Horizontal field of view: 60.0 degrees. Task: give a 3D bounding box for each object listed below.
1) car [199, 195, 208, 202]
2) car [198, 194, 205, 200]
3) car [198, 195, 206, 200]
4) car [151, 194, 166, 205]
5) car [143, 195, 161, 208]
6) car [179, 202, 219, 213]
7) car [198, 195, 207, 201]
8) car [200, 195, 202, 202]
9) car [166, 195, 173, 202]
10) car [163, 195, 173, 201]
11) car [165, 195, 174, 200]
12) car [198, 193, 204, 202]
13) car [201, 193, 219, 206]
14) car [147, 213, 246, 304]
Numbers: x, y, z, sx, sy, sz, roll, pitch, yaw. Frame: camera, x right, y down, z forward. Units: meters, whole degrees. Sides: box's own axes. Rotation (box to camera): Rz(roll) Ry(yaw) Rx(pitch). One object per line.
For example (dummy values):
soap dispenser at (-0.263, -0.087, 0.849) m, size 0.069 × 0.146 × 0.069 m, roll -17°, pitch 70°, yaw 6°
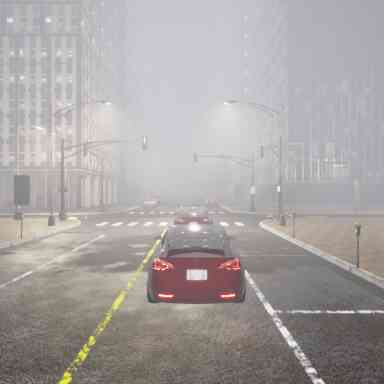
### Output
car at (2.573, 1.415, 75.752) m, size 1.752 × 1.417 × 4.829 m, roll 0°, pitch 0°, yaw 0°
car at (2.546, 1.361, 92.777) m, size 1.752 × 1.417 × 4.829 m, roll 0°, pitch 0°, yaw 0°
car at (2.555, 1.407, 86.931) m, size 2.008 × 1.369 × 4.403 m, roll 0°, pitch 0°, yaw 0°
car at (-5.871, 1.261, 52.872) m, size 2.192 × 1.841 × 5.009 m, roll 0°, pitch 0°, yaw 0°
car at (-5.893, 1.483, 47.024) m, size 1.752 × 1.417 × 4.829 m, roll 0°, pitch 0°, yaw 0°
car at (0.062, 1.496, 17.444) m, size 2.163 × 1.488 × 4.792 m, roll 0°, pitch 0°, yaw 0°
car at (2.564, 1.418, 81.256) m, size 1.887 × 1.381 × 4.507 m, roll 0°, pitch 0°, yaw 0°
car at (2.707, 1.497, 52.885) m, size 2.008 × 1.369 × 4.403 m, roll 0°, pitch 0°, yaw 0°
car at (-5.808, 1.435, 75.574) m, size 1.887 × 1.381 × 4.507 m, roll 0°, pitch 0°, yaw 0°
car at (-5.816, 1.424, 81.249) m, size 2.008 × 1.369 × 4.403 m, roll 0°, pitch 0°, yaw 0°
car at (-5.825, 1.407, 86.925) m, size 2.008 × 1.369 × 4.403 m, roll 0°, pitch 0°, yaw 0°
car at (2.583, 1.220, 69.907) m, size 2.192 × 1.841 × 5.009 m, roll 0°, pitch 0°, yaw 0°
car at (2.747, 1.398, 47.206) m, size 1.967 × 1.590 × 4.097 m, roll 0°, pitch 0°, yaw 0°
car at (0.082, 1.501, 8.196) m, size 2.163 × 1.488 × 4.792 m, roll 0°, pitch 0°, yaw 0°
